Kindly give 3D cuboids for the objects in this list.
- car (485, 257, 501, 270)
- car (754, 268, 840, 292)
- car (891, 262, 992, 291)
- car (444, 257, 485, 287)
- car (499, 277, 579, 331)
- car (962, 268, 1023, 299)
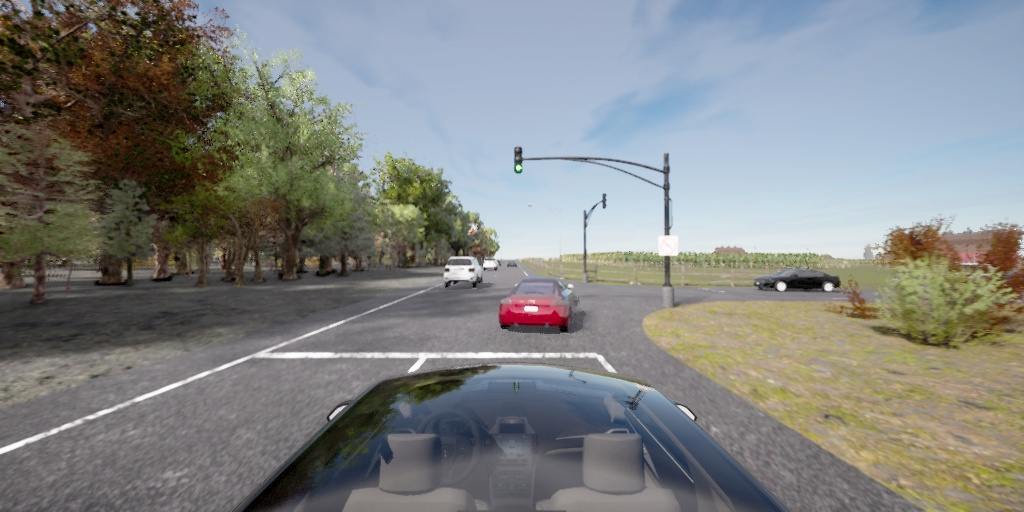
[{"bbox_3d":[-3.395,1.223,57.821,2.150,2.045,5.566,0,0,0],"label":"car"},{"bbox_3d":[19.020,1.590,24.089,5.008,1.535,1.882,1,-1,0],"label":"car"},{"bbox_3d":[29.010,1.443,24.048,5.566,2.045,2.150,1,-1,0],"label":"car"},{"bbox_3d":[-3.397,1.083,25.688,2.150,2.045,5.566,0,0,0],"label":"car"},{"bbox_3d":[0.971,1.360,11.339,1.994,1.385,4.181,0,0,13],"label":"car"},{"bbox_3d":[29.291,1.647,20.342,4.892,1.490,1.837,1,-1,0],"label":"car"}]
